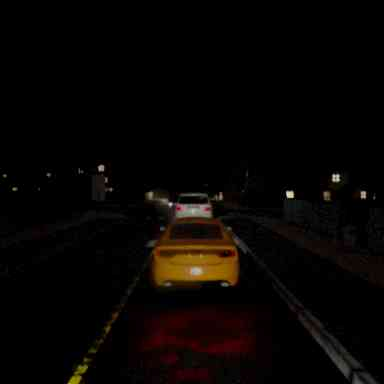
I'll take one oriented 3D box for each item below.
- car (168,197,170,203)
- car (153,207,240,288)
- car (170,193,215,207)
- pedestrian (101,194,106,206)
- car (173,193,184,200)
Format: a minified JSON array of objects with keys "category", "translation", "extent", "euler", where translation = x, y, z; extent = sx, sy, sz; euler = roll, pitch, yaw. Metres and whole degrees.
[{"category":"car","translation":[-2.825,1.079,54.024],"extent":[2.033,1.411,5.357],"euler":[0,1,0]},{"category":"car","translation":[0.101,1.397,9.032],"extent":[1.882,1.535,5.008],"euler":[0,0,0]},{"category":"car","translation":[0.187,1.043,20.312],"extent":[2.150,2.045,5.566],"euler":[0,0,3]},{"category":"pedestrian","translation":[-9.678,0.554,36.201],"extent":[0.375,1.860,0.375],"euler":[0,1,1]},{"category":"car","translation":[-2.741,0.931,69.492],"extent":[2.033,1.411,5.357],"euler":[0,1,0]}]
